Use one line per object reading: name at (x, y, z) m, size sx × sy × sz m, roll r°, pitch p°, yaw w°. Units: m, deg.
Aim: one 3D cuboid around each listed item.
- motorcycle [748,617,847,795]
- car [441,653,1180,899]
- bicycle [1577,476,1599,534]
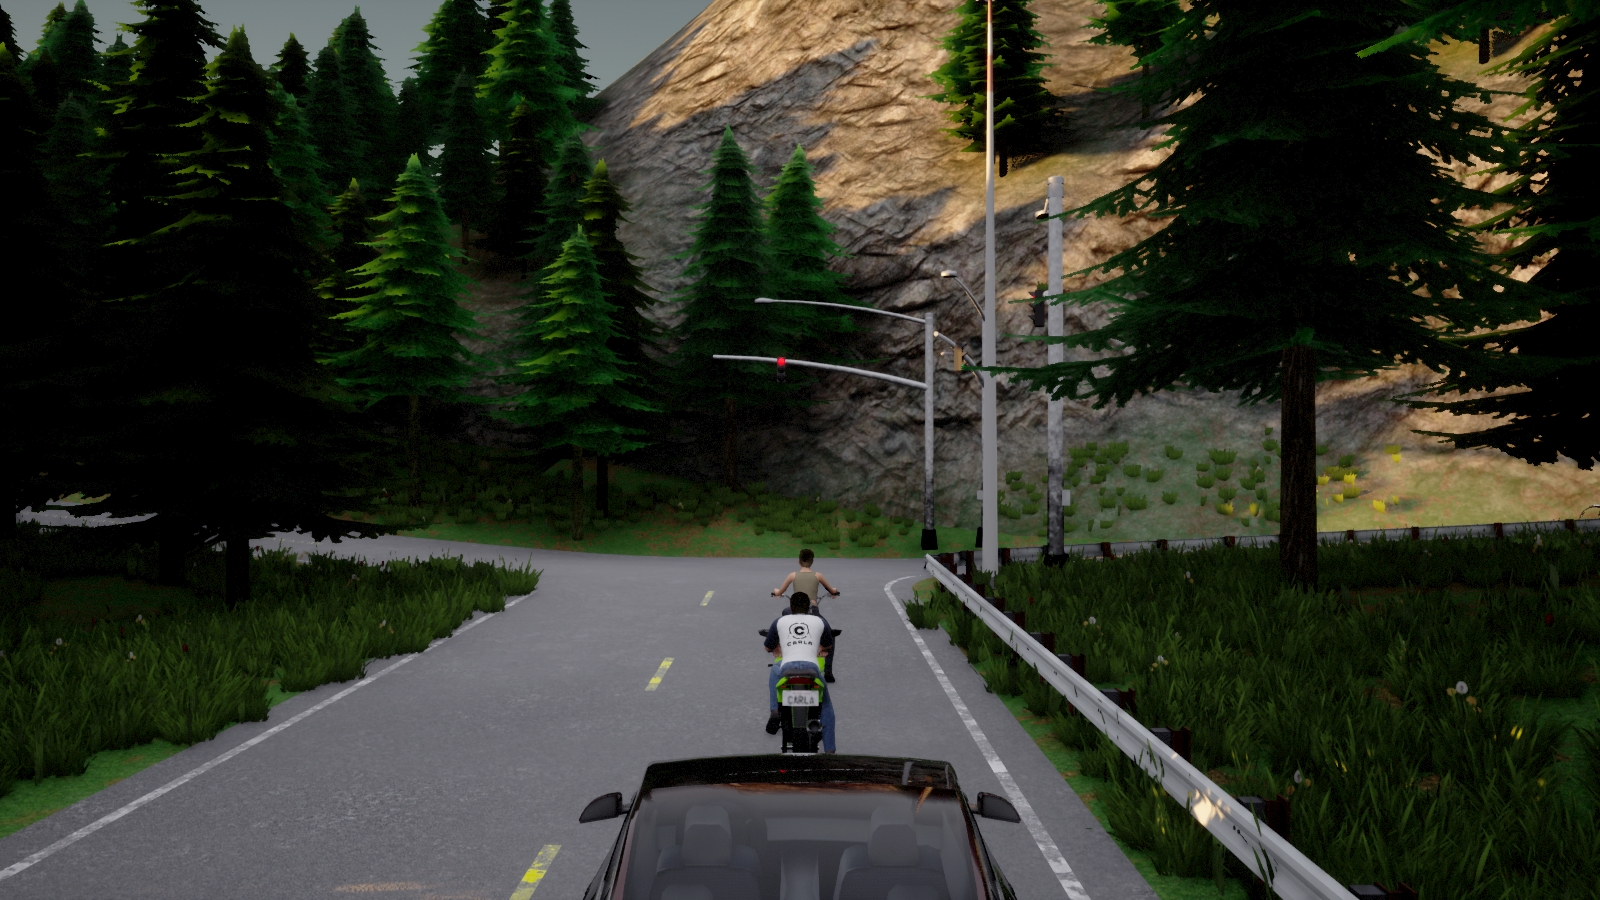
motorcycle at (-0.020, 2.213, 10.238) m, size 0.803 × 1.145 × 2.033 m, roll 0°, pitch 0°, yaw 0°
car at (0.029, 2.063, 5.012) m, size 2.163 × 1.488 × 4.792 m, roll 0°, pitch 0°, yaw 0°
bicycle at (21.353, 1.388, 29.658) m, size 1.835 × 1.471 × 0.329 m, roll -5°, pitch -2°, yaw 26°
